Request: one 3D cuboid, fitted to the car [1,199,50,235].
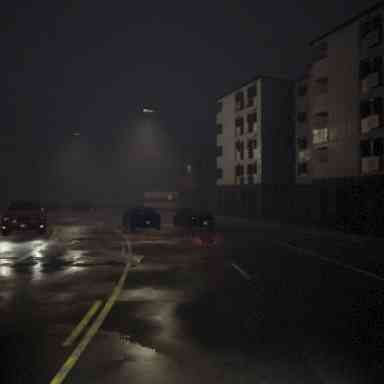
[{"bbox_3d":[-10.126,1.486,20.450,2.150,2.045,5.566,0,-1,-22],"label":"car"}]

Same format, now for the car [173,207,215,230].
[{"bbox_3d":[0.069,1.753,22.785,1.812,1.442,4.674,0,-1,-19],"label":"car"}]

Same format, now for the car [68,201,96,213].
[{"bbox_3d":[-14.578,1.945,44.058,4.892,1.490,1.837,0,-1,41],"label":"car"}]

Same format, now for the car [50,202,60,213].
[{"bbox_3d":[-18.932,1.957,43.095,4.674,1.442,1.812,0,-1,37],"label":"car"}]

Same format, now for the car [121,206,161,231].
[{"bbox_3d":[-3.514,1.702,22.450,1.882,1.535,5.008,1,-1,-20],"label":"car"}]
